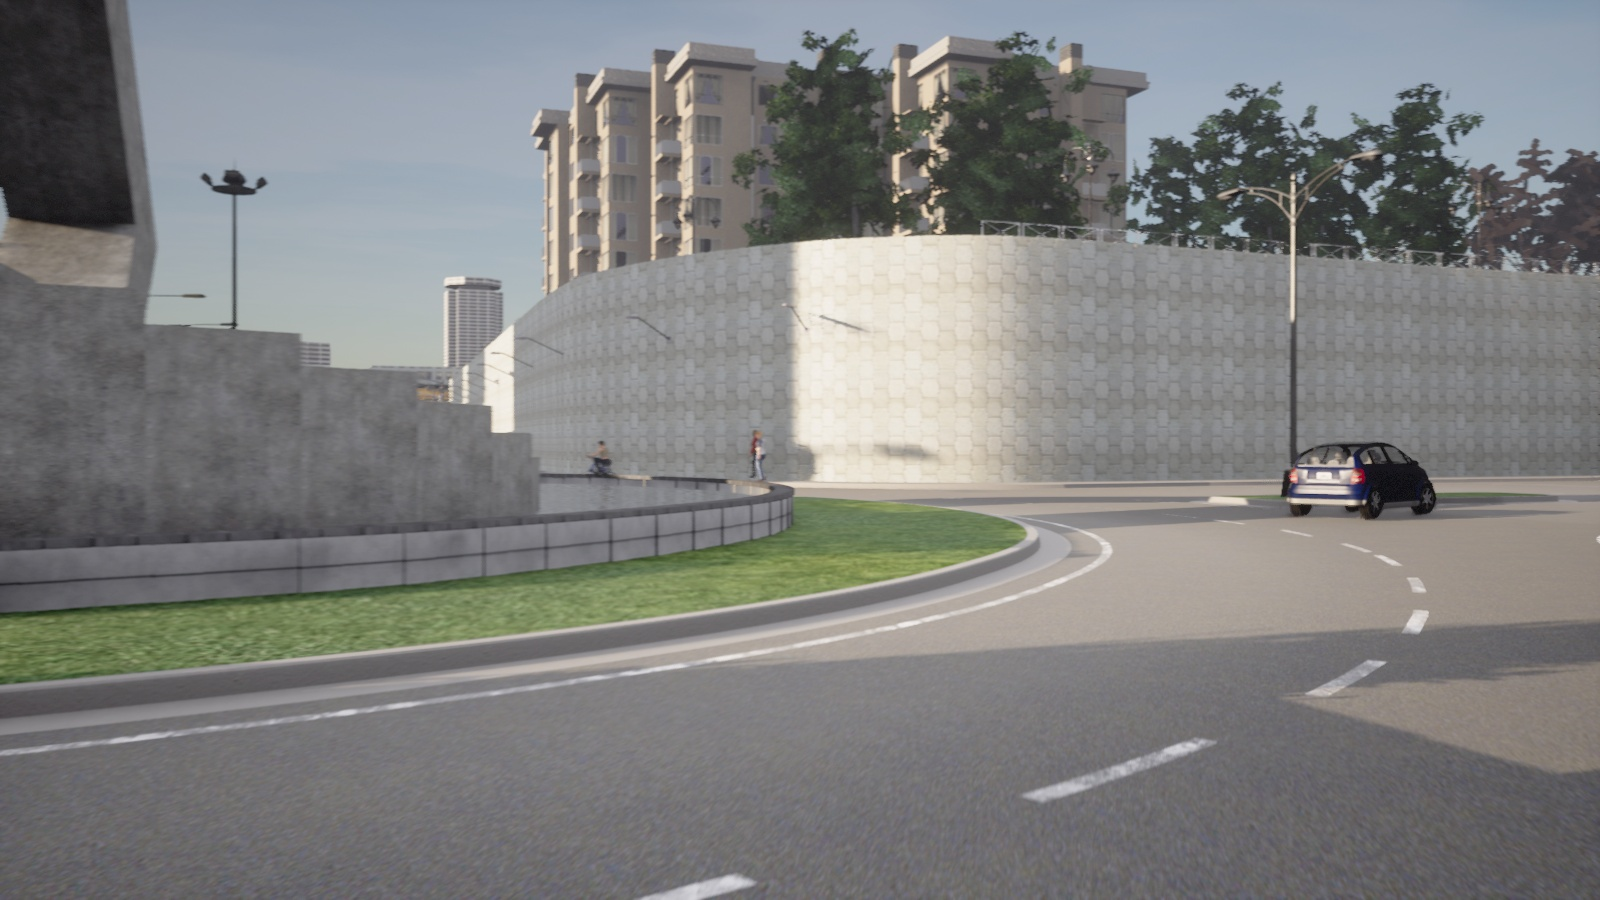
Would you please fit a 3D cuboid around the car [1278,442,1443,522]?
[{"bbox_3d":[11.740,0.621,26.229,3.705,1.549,1.789,0,0,-42],"label":"car"}]

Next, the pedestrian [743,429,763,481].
[{"bbox_3d":[-1.686,0.169,45.100,0.636,1.846,0.331,0,0,31],"label":"pedestrian"}]

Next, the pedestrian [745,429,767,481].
[{"bbox_3d":[-1.552,0.173,44.434,0.706,1.836,0.354,0,0,27],"label":"pedestrian"}]

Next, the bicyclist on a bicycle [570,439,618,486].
[{"bbox_3d":[-7.338,0.438,44.716,1.509,1.612,0.866,0,0,35],"label":"bicyclist on a bicycle"}]
